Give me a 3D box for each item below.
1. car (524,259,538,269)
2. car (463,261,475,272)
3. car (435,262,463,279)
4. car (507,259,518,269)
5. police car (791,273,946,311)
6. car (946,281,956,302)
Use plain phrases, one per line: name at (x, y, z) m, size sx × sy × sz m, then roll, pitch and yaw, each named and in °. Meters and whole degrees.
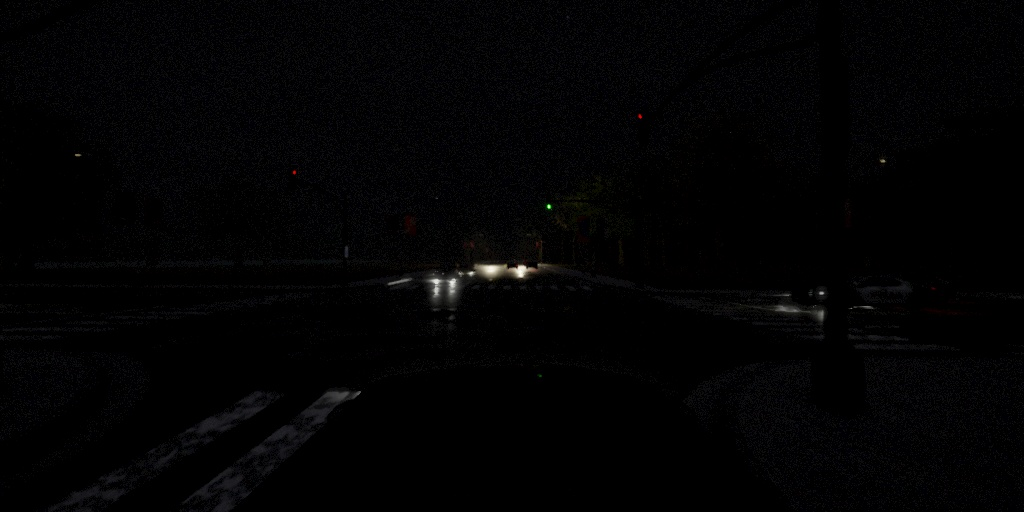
car at (3.358, 1.504, 61.314) m, size 1.837 × 1.490 × 4.892 m, roll 0°, pitch 0°, yaw 0°
car at (-6.426, 1.437, 51.408) m, size 1.882 × 1.535 × 5.008 m, roll 0°, pitch 0°, yaw 0°
car at (-6.377, 1.401, 35.596) m, size 1.837 × 1.490 × 4.892 m, roll 0°, pitch 0°, yaw 0°
car at (0.106, 1.602, 61.748) m, size 1.895 × 1.301 × 4.718 m, roll 0°, pitch 0°, yaw 0°
police car at (14.986, 1.523, 15.546) m, size 4.974 × 1.542 × 2.038 m, roll 1°, pitch -1°, yaw 0°
car at (20.164, 1.648, 18.873) m, size 4.892 × 1.490 × 1.837 m, roll 0°, pitch -1°, yaw 0°
